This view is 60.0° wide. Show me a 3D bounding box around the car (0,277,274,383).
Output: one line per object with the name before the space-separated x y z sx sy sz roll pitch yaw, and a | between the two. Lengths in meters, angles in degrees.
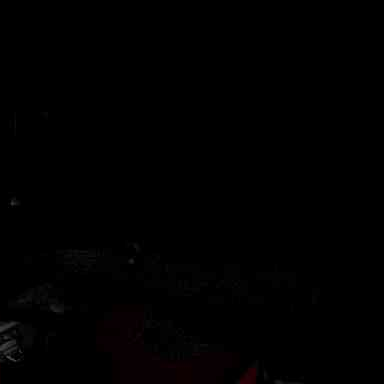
car | -1.382 1.544 3.186 4.206 1.307 1.802 0 1 17
